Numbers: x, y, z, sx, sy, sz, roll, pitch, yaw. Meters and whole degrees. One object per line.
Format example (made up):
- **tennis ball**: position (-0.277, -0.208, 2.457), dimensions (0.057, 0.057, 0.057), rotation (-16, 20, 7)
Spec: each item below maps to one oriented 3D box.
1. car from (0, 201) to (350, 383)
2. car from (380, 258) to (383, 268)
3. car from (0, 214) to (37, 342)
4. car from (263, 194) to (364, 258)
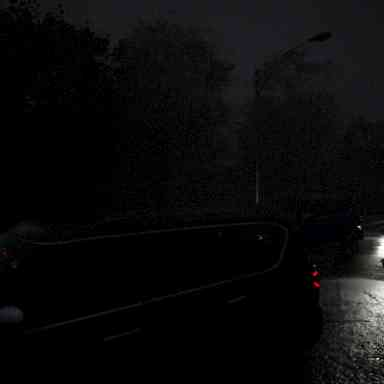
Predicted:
- **car**: position (-1.015, 1.217, 3.264), dimensions (5.566, 2.045, 2.150), rotation (0, 0, -36)
- **car**: position (7.398, 1.403, 9.248), dimensions (5.357, 1.411, 2.033), rotation (-2, 1, -35)
- **car**: position (-4.916, 1.352, 4.784), dimensions (4.553, 1.767, 2.097), rotation (0, 0, -36)
- **car**: position (3.242, 1.127, 10.589), dimensions (5.566, 2.045, 2.150), rotation (-1, 1, -35)
